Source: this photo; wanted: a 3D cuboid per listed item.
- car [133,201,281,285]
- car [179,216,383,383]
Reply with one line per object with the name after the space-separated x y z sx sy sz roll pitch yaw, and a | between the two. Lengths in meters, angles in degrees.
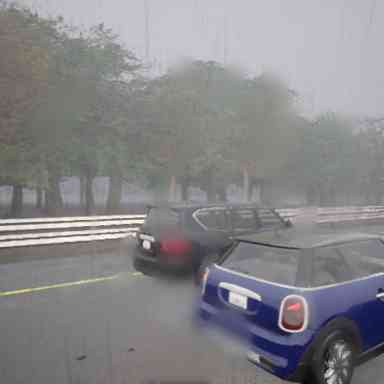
1.186 1.263 8.891 5.566 2.045 2.150 0 0 -35 | car
2.305 1.384 5.390 4.553 1.767 2.097 1 0 -35 | car
